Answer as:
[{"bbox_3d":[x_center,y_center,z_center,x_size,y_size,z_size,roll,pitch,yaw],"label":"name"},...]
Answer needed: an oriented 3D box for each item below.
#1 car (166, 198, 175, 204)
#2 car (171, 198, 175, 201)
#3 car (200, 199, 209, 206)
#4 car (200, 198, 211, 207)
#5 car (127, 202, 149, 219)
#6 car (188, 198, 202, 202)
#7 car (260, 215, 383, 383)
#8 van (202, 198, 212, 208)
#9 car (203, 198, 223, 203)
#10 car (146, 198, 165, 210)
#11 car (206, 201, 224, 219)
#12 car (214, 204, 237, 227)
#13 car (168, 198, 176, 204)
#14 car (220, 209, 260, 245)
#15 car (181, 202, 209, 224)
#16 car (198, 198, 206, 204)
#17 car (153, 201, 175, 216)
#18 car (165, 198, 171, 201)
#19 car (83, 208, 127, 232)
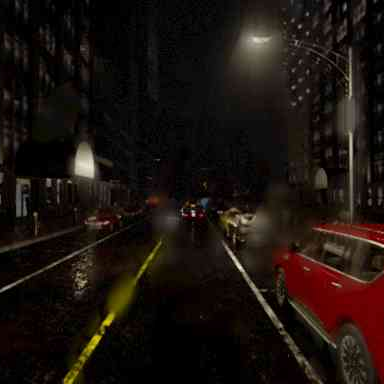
[{"bbox_3d":[-5.692,2.330,88.071,1.967,1.590,4.097,0,-1,0],"label":"car"},{"bbox_3d":[-5.692,2.379,82.531,1.887,1.381,4.507,0,-1,0],"label":"car"},{"bbox_3d":[2.689,2.250,71.624,1.752,1.417,4.829,0,-1,0],"label":"car"},{"bbox_3d":[2.689,2.107,65.916,1.967,1.590,4.097,0,-1,0],"label":"car"},{"bbox_3d":[-5.689,1.915,32.680,1.802,1.307,4.206,0,-1,0],"label":"car"},{"bbox_3d":[0.097,1.933,44.807,1.882,1.535,5.008,0,-1,0],"label":"car"},{"bbox_3d":[2.695,1.367,4.988,2.192,1.841,5.009,0,-1,0],"label":"car"},{"bbox_3d":[2.690,1.953,60.378,1.690,1.788,3.998,0,-1,0],"label":"van"},{"bbox_3d":[2.693,1.704,38.222,2.192,1.841,5.009,0,-1,0],"label":"car"},{"bbox_3d":[-5.689,1.816,49.299,2.192,1.841,5.009,0,-1,0],"label":"car"},{"bbox_3d":[2.692,1.899,32.681,1.947,1.339,4.313,0,-1,0],"label":"car"},{"bbox_3d":[2.693,1.748,21.773,1.752,1.417,4.829,0,-1,0],"label":"car"},{"bbox_3d":[-5.693,2.496,93.608,2.008,1.369,4.403,0,-1,0],"label":"car"},{"bbox_3d":[2.693,1.715,16.064,2.008,1.369,4.403,0,-1,0],"label":"car"},{"bbox_3d":[0.097,1.829,27.638,2.033,1.411,5.357,0,-1,0],"label":"car"},{"bbox_3d":[2.688,2.330,88.072,1.967,1.590,4.097,0,-1,0],"label":"car"},{"bbox_3d":[-3.003,2.011,38.230,1.895,1.301,4.718,0,-1,0],"label":"car"},{"bbox_3d":[-5.691,2.213,65.914,1.887,1.381,4.507,0,-1,0],"label":"car"},{"bbox_3d":[-5.688,1.803,21.602,1.802,1.307,4.206,0,-1,0],"label":"car"}]
